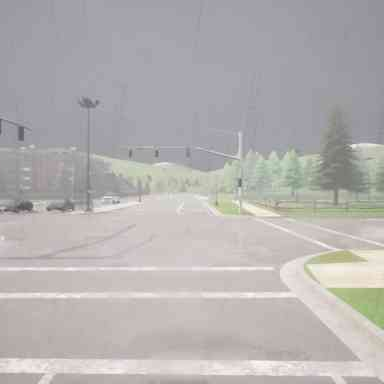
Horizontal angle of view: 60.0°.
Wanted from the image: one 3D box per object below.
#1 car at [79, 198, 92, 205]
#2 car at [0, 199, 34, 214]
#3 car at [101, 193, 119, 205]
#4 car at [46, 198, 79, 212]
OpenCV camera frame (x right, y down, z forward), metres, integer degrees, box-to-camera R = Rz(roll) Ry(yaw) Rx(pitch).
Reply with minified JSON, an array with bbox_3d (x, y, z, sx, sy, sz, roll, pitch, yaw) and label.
[{"bbox_3d":[-18.495,1.601,56.435,1.895,1.301,4.718,0,0,0],"label":"car"},{"bbox_3d":[-18.558,1.491,35.137,2.128,1.511,4.902,0,0,0],"label":"car"},{"bbox_3d":[-14.949,1.224,61.032,2.150,2.045,5.566,0,0,0],"label":"car"},{"bbox_3d":[-15.033,1.526,38.278,1.812,1.442,4.674,0,0,0],"label":"car"}]
